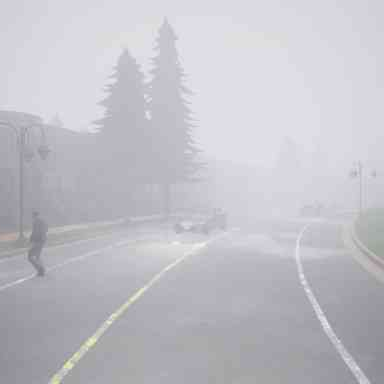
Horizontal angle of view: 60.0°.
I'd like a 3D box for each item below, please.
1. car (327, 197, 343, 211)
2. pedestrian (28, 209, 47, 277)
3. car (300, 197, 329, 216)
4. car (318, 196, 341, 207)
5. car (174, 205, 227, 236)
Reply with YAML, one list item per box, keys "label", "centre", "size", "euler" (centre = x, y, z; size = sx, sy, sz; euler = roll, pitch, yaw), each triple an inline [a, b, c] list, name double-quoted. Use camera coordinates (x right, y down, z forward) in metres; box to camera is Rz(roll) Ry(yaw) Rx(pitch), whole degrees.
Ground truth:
- label: "car"
  centre: [17.449, 1.601, 41.537]
  size: [1.895, 1.301, 4.718]
  euler: [0, 0, 36]
- label: "pedestrian"
  centre: [-4.083, 1.294, 8.800]
  size: [0.375, 1.860, 0.375]
  euler: [0, 0, 11]
- label: "car"
  centre: [11.999, 1.526, 32.996]
  size: [1.812, 1.442, 4.674]
  euler: [0, 0, 31]
- label: "car"
  centre: [22.232, 1.491, 53.634]
  size: [2.128, 1.511, 4.902]
  euler: [0, 0, 40]
- label: "car"
  centre: [0.615, 1.487, 18.724]
  size: [2.128, 1.511, 4.902]
  euler: [0, 1, 22]
